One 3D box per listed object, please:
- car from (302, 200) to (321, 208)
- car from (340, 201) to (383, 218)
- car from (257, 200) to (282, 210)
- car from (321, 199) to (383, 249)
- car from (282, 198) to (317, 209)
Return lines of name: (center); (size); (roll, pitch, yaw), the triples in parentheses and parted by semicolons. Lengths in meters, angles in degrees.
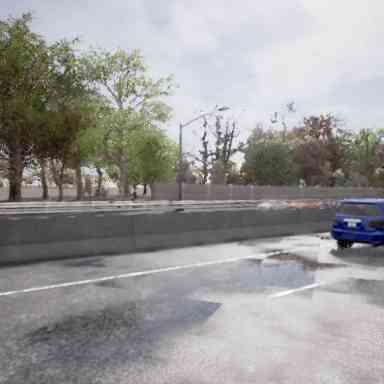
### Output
car: (14.374, 1.813, 35.743); (4.718, 1.301, 1.895); (1, 0, -35)
car: (17.165, 1.696, 33.434); (5.008, 1.535, 1.882); (0, 0, -35)
car: (10.077, 1.734, 41.057); (4.674, 1.442, 1.812); (0, 0, -37)
car: (8.079, 1.313, 13.814); (5.566, 2.045, 2.150); (0, 0, -35)
car: (13.221, 1.571, 39.215); (4.553, 1.767, 2.097); (1, 0, -35)
